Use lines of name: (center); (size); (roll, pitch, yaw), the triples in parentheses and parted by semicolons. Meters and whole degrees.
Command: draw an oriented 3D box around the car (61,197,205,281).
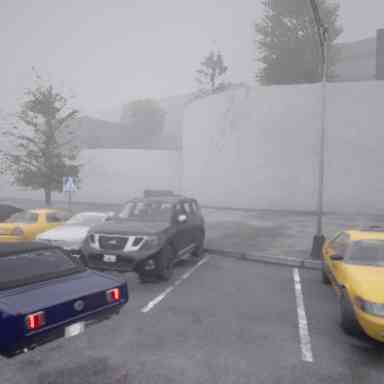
car: (-1.133, 1.190, 10.264); (2.435, 2.045, 5.566); (1, 0, 16)

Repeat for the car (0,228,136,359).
car: (-3.388, 1.559, 5.795); (4.718, 1.301, 1.895); (1, 0, 35)

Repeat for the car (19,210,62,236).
car: (-3.577, 1.449, 12.042); (2.002, 1.452, 4.674); (1, 0, 15)

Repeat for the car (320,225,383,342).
car: (3.707, 1.479, 6.628); (1.946, 1.575, 5.366); (1, 0, 15)

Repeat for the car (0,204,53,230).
car: (-5.981, 1.374, 13.962); (1.946, 1.575, 5.366); (1, 0, 16)
